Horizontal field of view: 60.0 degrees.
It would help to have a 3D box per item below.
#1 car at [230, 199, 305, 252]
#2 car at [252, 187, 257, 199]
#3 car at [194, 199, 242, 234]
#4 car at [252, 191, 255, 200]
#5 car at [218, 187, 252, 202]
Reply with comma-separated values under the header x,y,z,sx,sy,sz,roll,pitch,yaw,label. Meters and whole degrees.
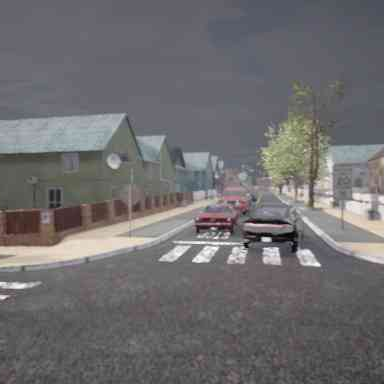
x,y,z,sx,sy,sz,roll,pitch,yaw,label
3.174,1.224,12.656,2.128,1.511,4.902,0,1,21,car
7.824,0.276,46.620,2.150,2.045,5.566,0,1,16,car
1.355,1.273,17.000,1.895,1.301,4.718,0,1,11,car
5.508,0.875,36.265,1.895,1.301,4.718,0,1,13,car
3.385,0.697,26.527,2.150,2.045,5.566,0,1,12,car
